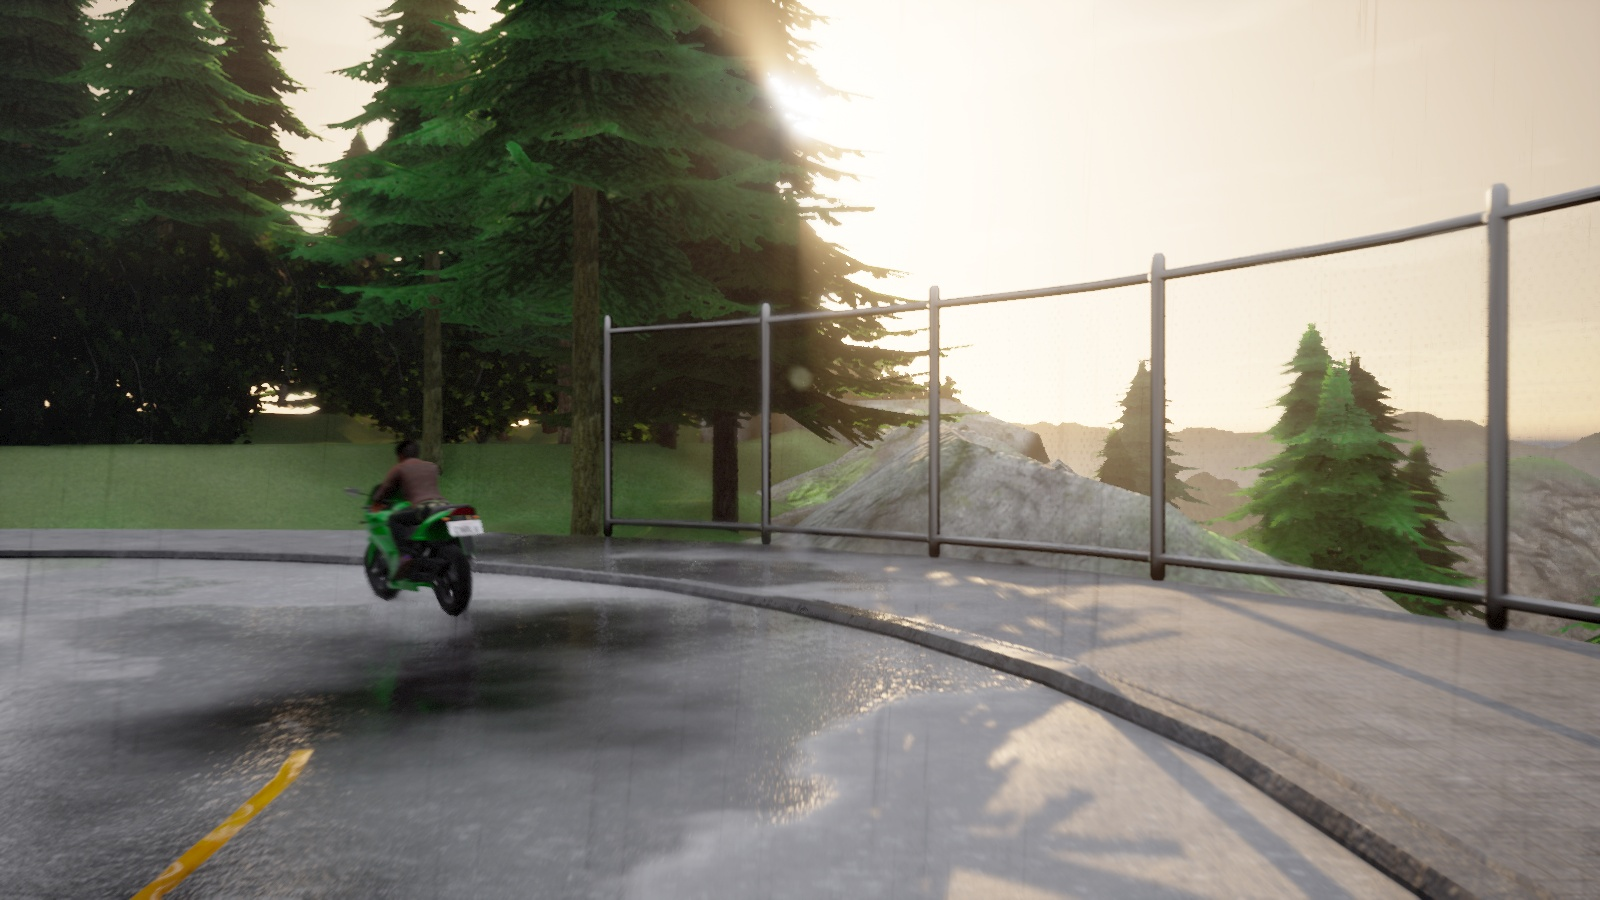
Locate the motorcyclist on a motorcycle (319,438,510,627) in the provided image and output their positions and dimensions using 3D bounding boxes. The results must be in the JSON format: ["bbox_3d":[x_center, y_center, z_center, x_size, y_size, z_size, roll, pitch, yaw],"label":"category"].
[{"bbox_3d":[-3.484,0.664,11.231,0.797,1.523,2.044,-2,2,-42],"label":"motorcyclist on a motorcycle"}]
